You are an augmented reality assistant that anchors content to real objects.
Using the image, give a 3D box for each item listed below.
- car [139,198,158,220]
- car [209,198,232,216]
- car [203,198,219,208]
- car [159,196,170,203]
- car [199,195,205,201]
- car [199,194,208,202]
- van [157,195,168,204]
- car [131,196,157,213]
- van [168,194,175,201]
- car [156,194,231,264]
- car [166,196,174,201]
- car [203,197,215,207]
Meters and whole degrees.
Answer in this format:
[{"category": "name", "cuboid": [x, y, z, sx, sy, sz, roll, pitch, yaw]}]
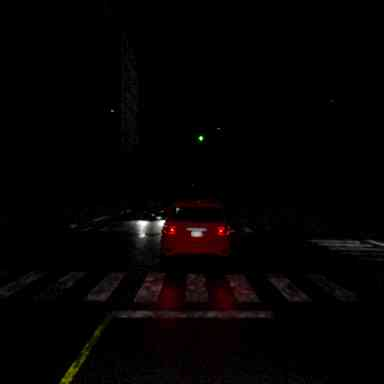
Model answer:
[{"category": "car", "cuboid": [-3.098, 1.554, 28.772, 1.812, 1.442, 4.674, 0, 0, 0]}, {"category": "car", "cuboid": [2.761, 1.473, 33.030, 1.967, 1.590, 4.097, 0, 0, 0]}, {"category": "car", "cuboid": [2.761, 1.603, 49.342, 2.008, 1.369, 4.403, 0, 0, 0]}, {"category": "car", "cuboid": [-5.765, 1.633, 71.093, 2.008, 1.369, 4.403, 0, 0, 0]}, {"category": "car", "cuboid": [2.759, 1.642, 93.013, 1.752, 1.417, 4.829, 0, 0, 0]}, {"category": "car", "cuboid": [2.759, 1.414, 81.968, 2.192, 1.841, 5.009, 0, 0, 0]}, {"category": "van", "cuboid": [-5.765, 1.415, 65.655, 1.690, 1.788, 3.998, 0, 0, 0]}, {"category": "car", "cuboid": [-5.764, 1.354, 38.467, 2.192, 1.841, 5.009, 0, 0, 0]}, {"category": "van", "cuboid": [-5.767, 1.457, 92.843, 1.690, 1.788, 3.998, 0, 0, 0]}, {"category": "car", "cuboid": [0.130, 1.268, 12.177, 2.150, 2.045, 5.566, 1, 0, 0]}, {"category": "car", "cuboid": [-5.766, 1.673, 87.405, 1.947, 1.339, 4.313, 0, 0, 0]}, {"category": "car", "cuboid": [2.760, 1.604, 54.780, 1.887, 1.381, 4.507, 0, 0, 0]}]
